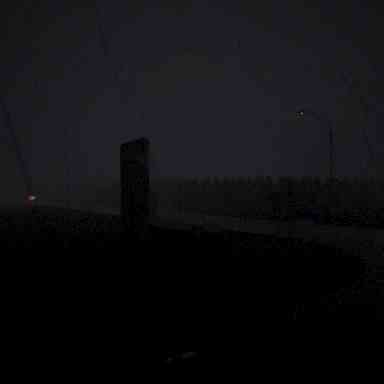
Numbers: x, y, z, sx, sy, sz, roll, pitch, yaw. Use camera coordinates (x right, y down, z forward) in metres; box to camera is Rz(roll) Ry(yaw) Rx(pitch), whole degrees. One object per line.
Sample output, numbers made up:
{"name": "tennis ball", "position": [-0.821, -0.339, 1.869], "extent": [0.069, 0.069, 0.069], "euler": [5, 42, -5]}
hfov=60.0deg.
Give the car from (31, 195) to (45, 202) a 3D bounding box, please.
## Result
{"name": "car", "position": [-39.265, 1.880, 85.496], "extent": [1.895, 1.301, 4.718], "euler": [-1, 0, -36]}
